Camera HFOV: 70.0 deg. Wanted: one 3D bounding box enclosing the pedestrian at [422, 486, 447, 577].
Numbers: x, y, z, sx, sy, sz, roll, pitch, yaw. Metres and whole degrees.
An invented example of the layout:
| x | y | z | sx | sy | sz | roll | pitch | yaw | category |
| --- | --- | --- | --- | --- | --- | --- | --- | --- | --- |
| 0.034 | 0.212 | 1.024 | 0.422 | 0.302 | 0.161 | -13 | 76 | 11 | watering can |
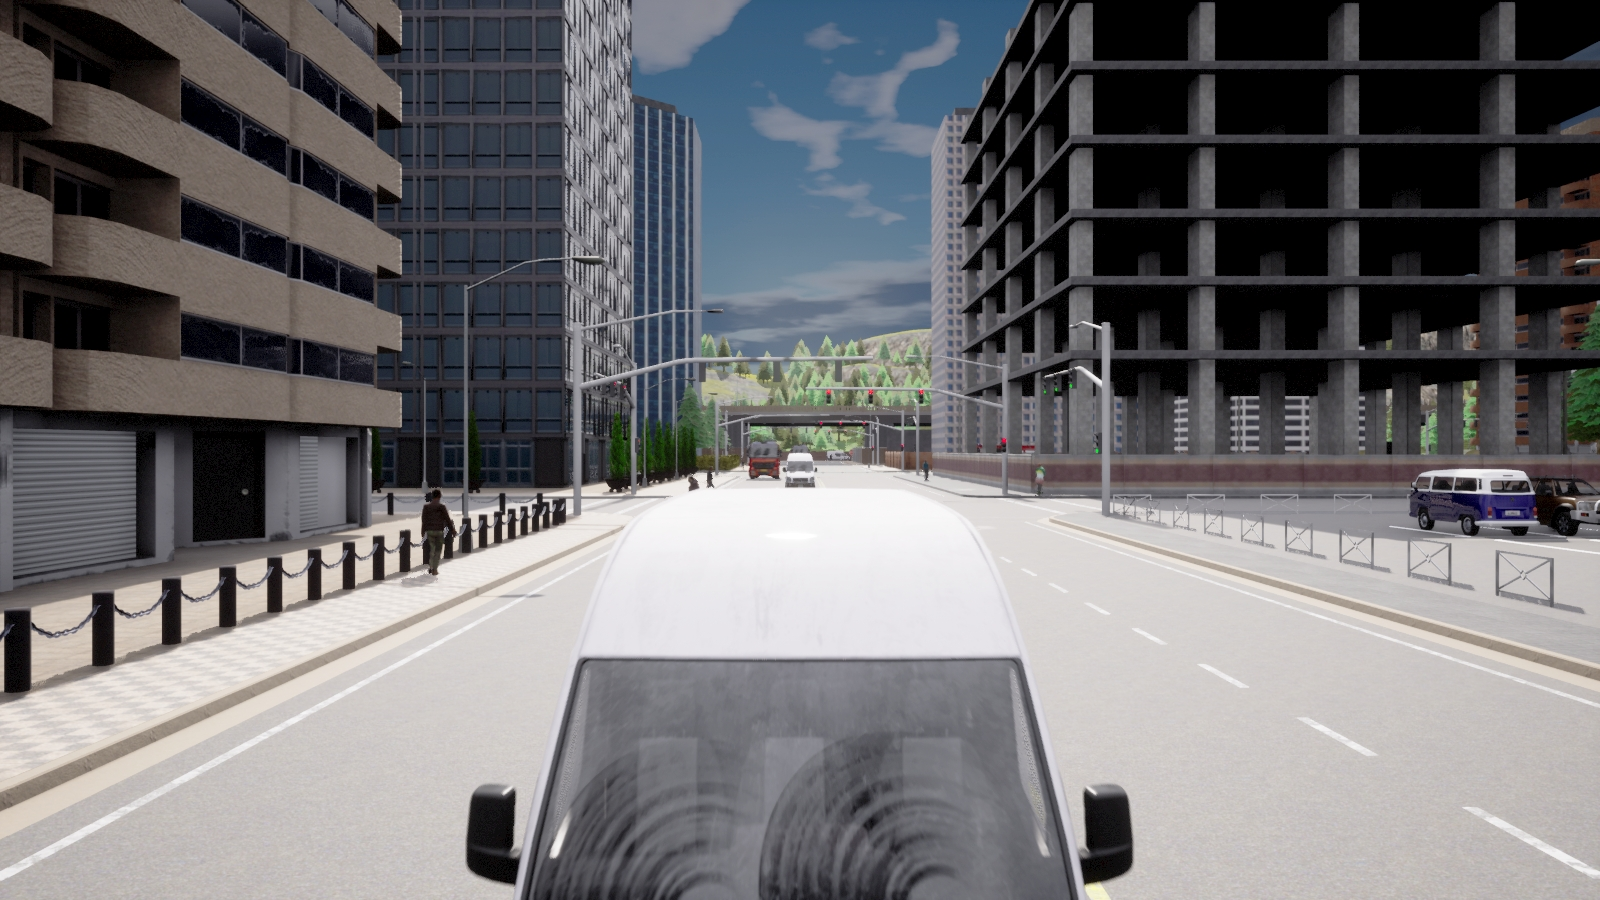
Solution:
| x | y | z | sx | sy | sz | roll | pitch | yaw | category |
| --- | --- | --- | --- | --- | --- | --- | --- | --- | --- |
| -7.616 | 1.697 | 23.811 | 0.375 | 1.860 | 0.375 | 0 | 0 | 1 | pedestrian |

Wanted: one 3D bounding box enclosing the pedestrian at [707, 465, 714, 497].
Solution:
| x | y | z | sx | sy | sz | roll | pitch | yaw | category |
| --- | --- | --- | --- | --- | --- | --- | --- | --- | --- |
| -5.322 | 1.848 | 67.711 | 0.375 | 1.860 | 0.375 | 0 | 0 | 2 | pedestrian |

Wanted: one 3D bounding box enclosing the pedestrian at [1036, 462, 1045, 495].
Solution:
| x | y | z | sx | sy | sz | roll | pitch | yaw | category |
| --- | --- | --- | --- | --- | --- | --- | --- | --- | --- |
| 13.654 | 1.641 | 64.835 | 0.375 | 1.860 | 0.375 | 0 | 0 | -42 | pedestrian |

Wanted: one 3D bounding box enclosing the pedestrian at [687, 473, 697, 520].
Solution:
| x | y | z | sx | sy | sz | roll | pitch | yaw | category |
| --- | --- | --- | --- | --- | --- | --- | --- | --- | --- |
| -4.268 | 1.848 | 45.248 | 0.375 | 1.860 | 0.375 | 0 | 0 | -10 | pedestrian |

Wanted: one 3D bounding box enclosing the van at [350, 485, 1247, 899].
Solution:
| x | y | z | sx | sy | sz | roll | pitch | yaw | category |
| --- | --- | --- | --- | --- | --- | --- | --- | --- | --- |
| -0.002 | 1.535 | 5.488 | 1.988 | 2.561 | 5.915 | 0 | 0 | 0 | van |
